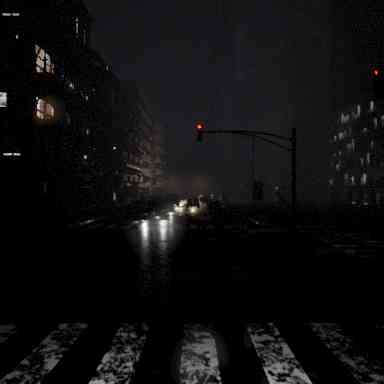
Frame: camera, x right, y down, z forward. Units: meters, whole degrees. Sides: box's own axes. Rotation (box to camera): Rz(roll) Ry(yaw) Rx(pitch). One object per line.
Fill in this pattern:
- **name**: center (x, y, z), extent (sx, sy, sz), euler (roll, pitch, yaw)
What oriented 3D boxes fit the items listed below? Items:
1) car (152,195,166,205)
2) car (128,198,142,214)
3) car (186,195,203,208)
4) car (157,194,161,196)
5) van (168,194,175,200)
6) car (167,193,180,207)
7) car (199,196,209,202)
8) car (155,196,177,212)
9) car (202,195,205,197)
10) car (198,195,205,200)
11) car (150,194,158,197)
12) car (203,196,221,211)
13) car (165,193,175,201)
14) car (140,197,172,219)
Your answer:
- **car**: center (-5.689, 1.438, 57.981), extent (1.967, 1.590, 4.097), euler (-1, 0, 0)
- **car**: center (-5.693, 1.540, 35.385), extent (1.887, 1.381, 4.507), euler (-1, 0, 0)
- **car**: center (0.112, 1.543, 48.226), extent (2.033, 1.411, 5.357), euler (0, 0, 0)
- **car**: center (-5.692, 1.312, 52.333), extent (2.192, 1.841, 5.009), euler (-1, 0, 0)
- **van**: center (-5.683, 1.349, 91.874), extent (1.690, 1.788, 3.998), euler (-1, 0, 0)
- **car**: center (-3.072, 1.216, 52.254), extent (2.150, 2.045, 5.566), euler (0, 0, 0)
- **car**: center (2.663, 1.547, 74.984), extent (1.887, 1.381, 4.507), euler (-1, 0, 0)
- **car**: center (-3.087, 1.521, 39.109), extent (1.812, 1.442, 4.674), euler (0, 0, 0)
- **car**: center (2.661, 1.550, 63.685), extent (2.008, 1.369, 4.403), euler (-1, 0, 0)
- **car**: center (2.667, 1.534, 92.101), extent (1.752, 1.417, 4.829), euler (-1, 0, 0)
- **car**: center (-5.693, 1.435, 41.034), extent (1.967, 1.590, 4.097), euler (-1, 0, 0)
- **car**: center (2.655, 1.540, 41.090), extent (1.887, 1.381, 4.507), euler (-1, 0, 0)
- **car**: center (-5.685, 1.321, 86.226), extent (2.192, 1.841, 5.009), euler (-1, 0, 0)
- **car**: center (-3.093, 1.500, 29.354), extent (1.837, 1.490, 4.892), euler (0, 0, 0)
